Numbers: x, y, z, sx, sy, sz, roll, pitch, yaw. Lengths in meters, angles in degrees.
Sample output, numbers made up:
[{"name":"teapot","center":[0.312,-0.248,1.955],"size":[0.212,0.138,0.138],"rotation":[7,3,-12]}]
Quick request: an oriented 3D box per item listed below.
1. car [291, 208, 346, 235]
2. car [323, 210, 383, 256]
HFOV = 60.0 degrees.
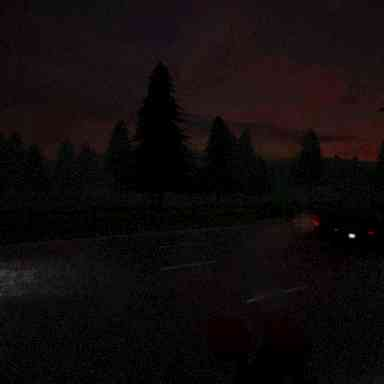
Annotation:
[{"name":"car","center":[7.582,1.580,17.758],"size":[5.357,1.411,2.033],"rotation":[0,0,-36]},{"name":"car","center":[7.525,1.592,13.418],"size":[4.181,1.385,1.994],"rotation":[0,0,-36]}]
